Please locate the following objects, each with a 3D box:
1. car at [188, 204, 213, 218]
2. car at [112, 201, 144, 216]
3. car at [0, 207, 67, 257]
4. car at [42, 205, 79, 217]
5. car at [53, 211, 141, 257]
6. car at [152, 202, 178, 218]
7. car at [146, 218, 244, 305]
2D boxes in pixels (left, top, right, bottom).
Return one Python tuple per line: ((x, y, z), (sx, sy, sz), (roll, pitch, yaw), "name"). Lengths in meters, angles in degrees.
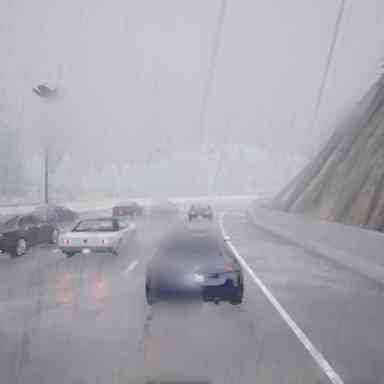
((0.810, 1.684, 28.261), (1.895, 1.301, 4.718), (0, 0, 5), "car")
((-5.910, 1.605, 31.222), (1.882, 1.535, 5.008), (0, 0, 6), "car")
((-6.937, 1.582, 13.178), (1.837, 1.490, 4.892), (0, 0, 1), "car")
((-10.046, 1.675, 24.177), (2.033, 1.411, 5.357), (0, 0, 4), "car")
((-3.446, 1.660, 13.139), (1.895, 1.301, 4.718), (0, 0, 1), "car")
((-2.450, 1.634, 30.794), (1.812, 1.442, 4.674), (0, 0, 6), "car")
((0.043, 1.589, 8.204), (1.994, 1.385, 4.181), (0, 0, 0), "car")
